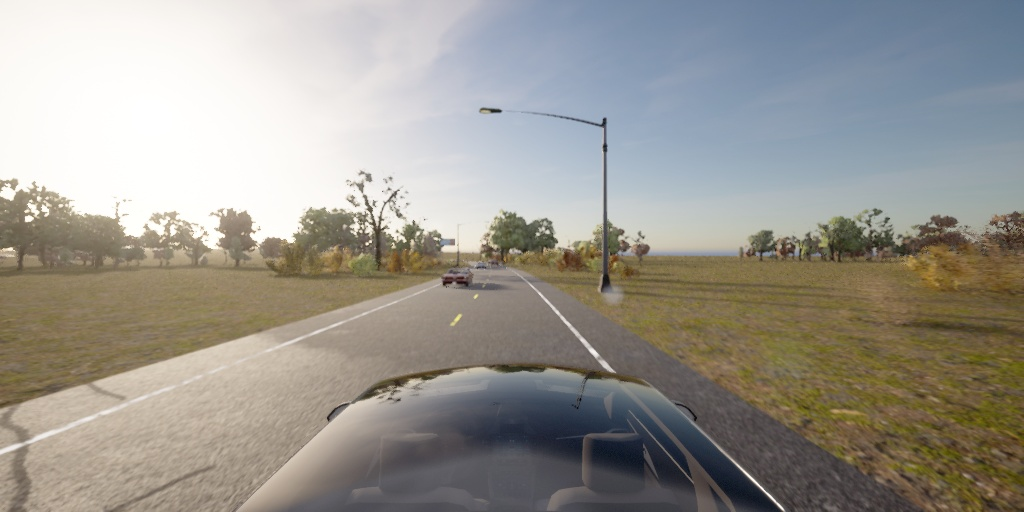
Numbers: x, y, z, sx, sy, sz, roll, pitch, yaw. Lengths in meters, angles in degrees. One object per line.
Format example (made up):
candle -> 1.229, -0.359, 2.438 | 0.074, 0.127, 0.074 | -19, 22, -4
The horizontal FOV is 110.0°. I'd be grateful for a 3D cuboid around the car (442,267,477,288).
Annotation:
car -> -3.923, 1.547, 26.354 | 1.895, 1.301, 4.718 | 0, 0, -1
